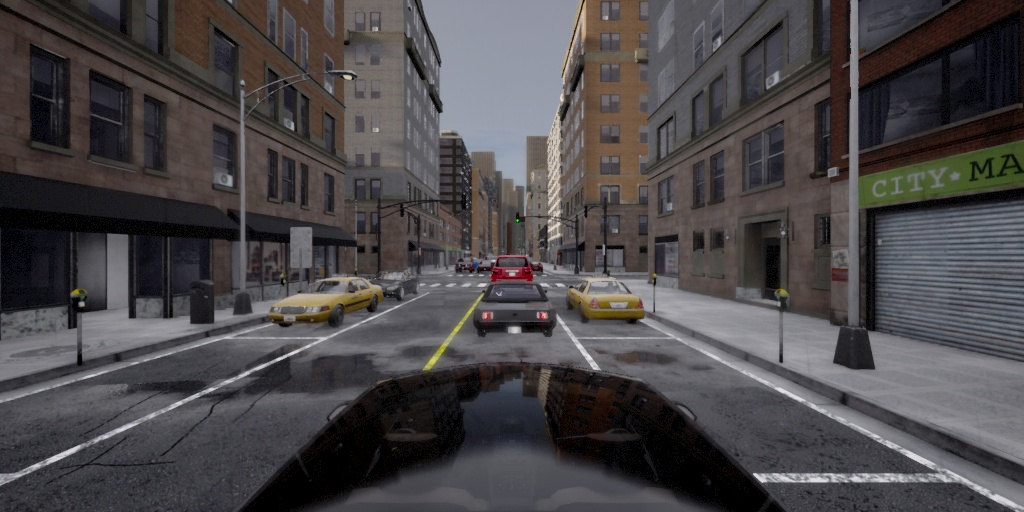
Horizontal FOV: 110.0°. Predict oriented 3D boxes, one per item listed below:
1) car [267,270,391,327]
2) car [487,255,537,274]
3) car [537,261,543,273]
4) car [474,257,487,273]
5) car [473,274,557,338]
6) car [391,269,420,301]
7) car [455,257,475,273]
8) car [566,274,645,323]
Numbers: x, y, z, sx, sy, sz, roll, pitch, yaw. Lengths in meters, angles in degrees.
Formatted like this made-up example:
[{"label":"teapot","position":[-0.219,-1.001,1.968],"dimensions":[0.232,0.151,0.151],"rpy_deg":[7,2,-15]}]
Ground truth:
[{"label":"car","position":[-5.674,1.276,11.555],"dimensions":[1.751,1.417,4.829],"rpy_deg":[0,0,0]},{"label":"car","position":[-0.025,0.974,20.030],"dimensions":[2.150,2.045,5.566],"rpy_deg":[0,0,-1]},{"label":"car","position":[2.835,1.308,44.028],"dimensions":[1.888,1.381,4.507],"rpy_deg":[0,0,0]},{"label":"car","position":[-3.122,1.240,43.600],"dimensions":[1.882,1.535,5.008],"rpy_deg":[0,0,0]},{"label":"car","position":[0.077,1.351,10.164],"dimensions":[1.895,1.301,4.718],"rpy_deg":[0,0,0]},{"label":"car","position":[-5.676,1.302,17.250],"dimensions":[2.007,1.370,4.403],"rpy_deg":[0,0,0]},{"label":"car","position":[-5.691,1.077,44.024],"dimensions":[2.192,1.841,5.009],"rpy_deg":[0,0,0]},{"label":"car","position":[2.852,1.276,11.899],"dimensions":[1.751,1.417,4.829],"rpy_deg":[0,0,0]}]
